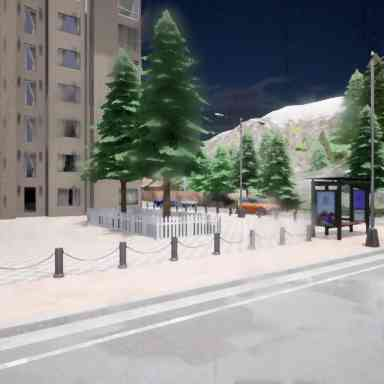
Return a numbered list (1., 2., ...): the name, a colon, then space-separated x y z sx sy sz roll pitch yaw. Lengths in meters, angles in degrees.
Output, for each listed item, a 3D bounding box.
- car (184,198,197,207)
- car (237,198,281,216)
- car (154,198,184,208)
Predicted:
1. car: -1.337 1.616 49.961 1.895 1.301 4.718 0 0 -35
2. car: 6.500 1.367 32.481 2.097 1.767 4.553 0 0 -35
3. car: -3.653 1.538 47.152 1.882 1.535 5.008 0 0 -35
